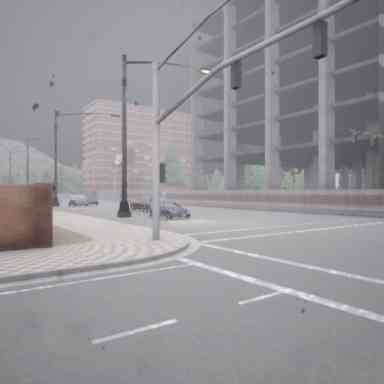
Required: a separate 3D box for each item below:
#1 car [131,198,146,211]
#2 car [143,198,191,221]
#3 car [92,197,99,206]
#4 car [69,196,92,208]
[{"bbox_3d":[-5.365,1.478,38.638,1.882,1.535,5.008,0,0,-35],"label":"car"},{"bbox_3d":[-1.960,1.540,27.825,1.812,1.442,4.674,0,0,-35],"label":"car"},{"bbox_3d":[-17.144,1.525,55.679,1.837,1.490,4.892,0,0,-35],"label":"car"},{"bbox_3d":[-16.725,1.533,48.969,1.812,1.442,4.674,0,0,-35],"label":"car"}]
